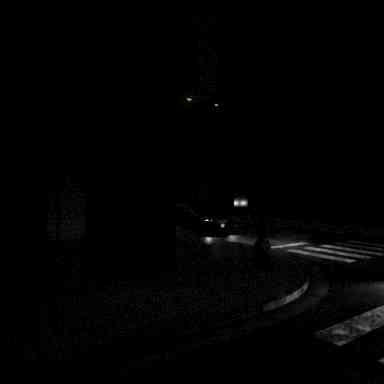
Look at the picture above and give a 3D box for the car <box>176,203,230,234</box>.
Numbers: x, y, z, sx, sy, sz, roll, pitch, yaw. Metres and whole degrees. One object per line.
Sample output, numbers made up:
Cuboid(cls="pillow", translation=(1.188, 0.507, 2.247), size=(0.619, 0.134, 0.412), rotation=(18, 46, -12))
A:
Cuboid(cls="car", translation=(0.079, 1.406, 18.631), size=(2.128, 1.511, 4.902), rotation=(0, 0, -37))
